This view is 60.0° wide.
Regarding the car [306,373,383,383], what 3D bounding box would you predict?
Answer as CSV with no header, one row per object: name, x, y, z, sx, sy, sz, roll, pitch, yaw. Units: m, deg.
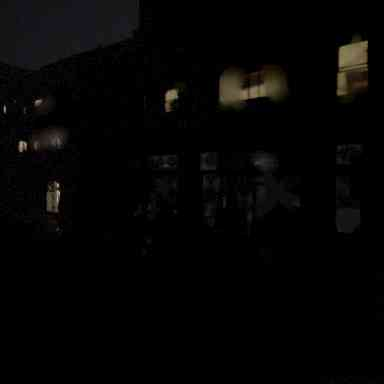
car,2.490,1.536,1.095,4.829,1.417,1.752,1,1,35
